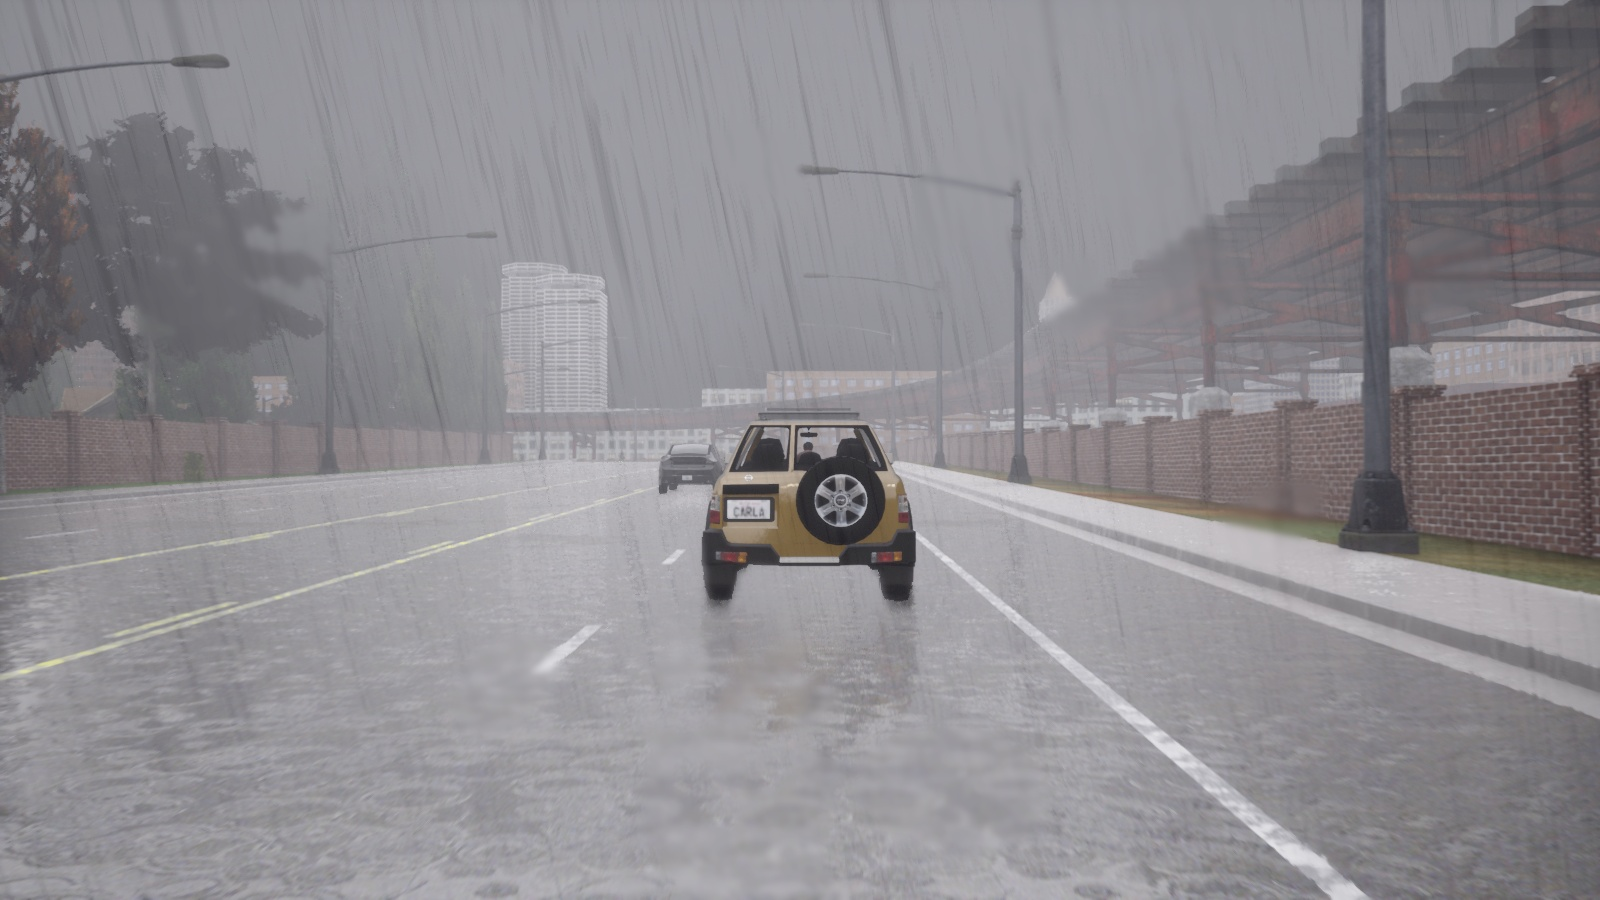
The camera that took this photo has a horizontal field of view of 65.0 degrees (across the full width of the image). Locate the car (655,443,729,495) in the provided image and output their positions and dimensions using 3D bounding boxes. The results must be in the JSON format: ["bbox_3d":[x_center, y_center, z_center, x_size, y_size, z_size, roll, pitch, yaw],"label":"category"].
[{"bbox_3d":[-3.256,0.538,38.829,1.837,1.490,4.892,0,0,0],"label":"car"}]

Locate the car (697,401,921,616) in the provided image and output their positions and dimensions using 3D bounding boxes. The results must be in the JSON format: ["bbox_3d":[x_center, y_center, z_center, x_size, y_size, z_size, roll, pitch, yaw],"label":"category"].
[{"bbox_3d":[0.093,0.492,13.125,1.932,1.855,4.605,0,0,0],"label":"car"}]
